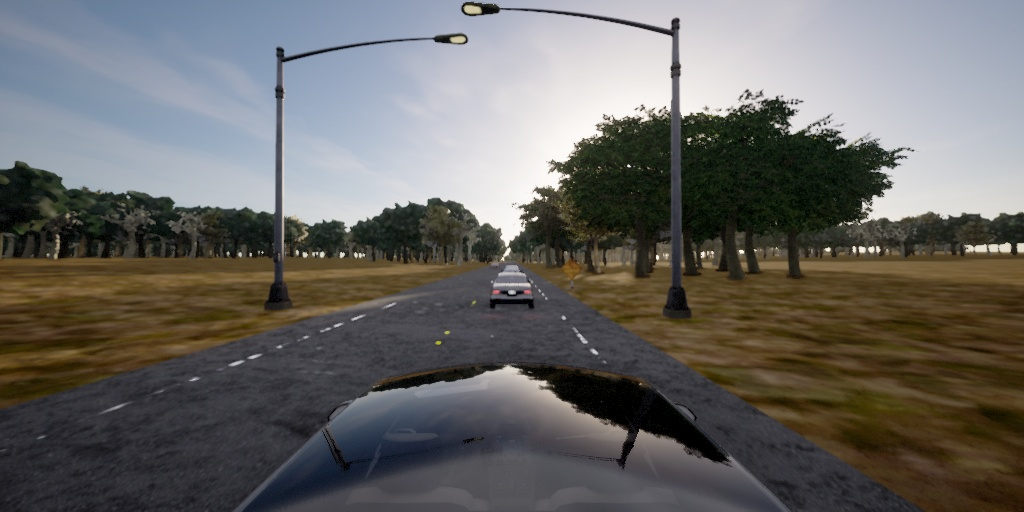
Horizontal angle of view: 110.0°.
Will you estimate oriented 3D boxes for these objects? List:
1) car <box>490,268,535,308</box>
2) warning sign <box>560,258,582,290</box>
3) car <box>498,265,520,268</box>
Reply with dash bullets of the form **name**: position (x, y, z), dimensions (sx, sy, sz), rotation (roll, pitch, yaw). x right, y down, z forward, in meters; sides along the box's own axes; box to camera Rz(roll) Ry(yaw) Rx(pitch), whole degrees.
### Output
- **car**: position (0.000, 1.432, 15.885), dimensions (2.033, 1.411, 5.357), rotation (0, 0, 0)
- **warning sign**: position (3.549, 1.048, 21.052), dimensions (1.300, 1.860, 1.060), rotation (0, 0, 0)
- **car**: position (0.005, 1.551, 31.274), dimensions (1.812, 1.442, 4.674), rotation (0, 0, 0)
